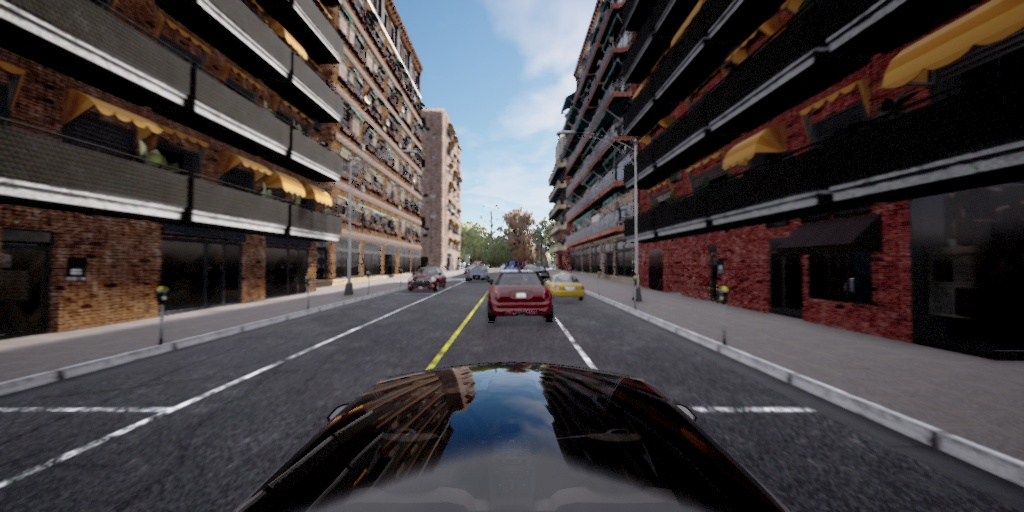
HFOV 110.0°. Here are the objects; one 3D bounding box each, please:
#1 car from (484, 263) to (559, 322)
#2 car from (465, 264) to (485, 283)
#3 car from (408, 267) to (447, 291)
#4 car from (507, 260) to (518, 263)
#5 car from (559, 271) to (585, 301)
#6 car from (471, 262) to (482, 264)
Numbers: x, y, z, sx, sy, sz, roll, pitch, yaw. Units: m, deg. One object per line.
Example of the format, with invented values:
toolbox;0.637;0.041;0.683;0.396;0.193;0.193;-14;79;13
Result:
car;0.196;1.251;13.101;2.097;1.767;4.553;0;-1;-2
car;-3.099;1.728;33.392;1.994;1.385;4.181;0;-1;0
car;-5.717;1.486;24.452;1.967;1.591;4.097;0;0;0
car;0.080;1.662;54.431;2.150;2.045;5.566;0;-1;0
car;2.693;1.499;19.025;1.751;1.417;4.829;0;0;0
car;-5.839;1.963;52.290;2.007;1.370;4.403;0;0;0
